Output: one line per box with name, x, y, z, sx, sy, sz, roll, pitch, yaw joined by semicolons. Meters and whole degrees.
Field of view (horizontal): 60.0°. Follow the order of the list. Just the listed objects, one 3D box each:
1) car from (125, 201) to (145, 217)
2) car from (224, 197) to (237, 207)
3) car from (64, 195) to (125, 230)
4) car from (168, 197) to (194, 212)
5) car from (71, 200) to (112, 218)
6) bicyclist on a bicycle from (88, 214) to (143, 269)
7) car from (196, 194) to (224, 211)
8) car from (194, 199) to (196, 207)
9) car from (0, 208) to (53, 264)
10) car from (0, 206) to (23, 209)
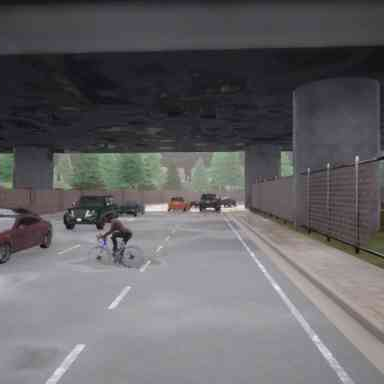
car;-5.803;1.547;32.134;2.033;1.411;5.357;0;0;3
car;5.344;1.505;50.281;1.837;1.490;4.892;0;0;23
car;-6.298;1.222;21.636;2.150;2.045;5.566;0;0;2
car;-1.422;1.353;39.279;2.097;1.767;4.553;0;0;8
car;-9.346;1.547;31.423;2.033;1.411;5.357;0;0;3
bicyclist on a bicycle;-2.239;1.453;9.702;1.656;1.620;0.582;-1;0;2
car;2.219;1.221;40.023;2.150;2.045;5.566;0;0;9
car;0.863;1.601;48.682;1.895;1.301;4.718;0;0;18
car;-6.691;1.526;11.993;1.812;1.442;4.674;0;0;2
car;-9.958;1.526;17.864;1.812;1.442;4.674;0;0;2
